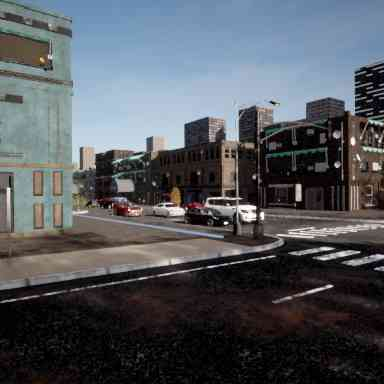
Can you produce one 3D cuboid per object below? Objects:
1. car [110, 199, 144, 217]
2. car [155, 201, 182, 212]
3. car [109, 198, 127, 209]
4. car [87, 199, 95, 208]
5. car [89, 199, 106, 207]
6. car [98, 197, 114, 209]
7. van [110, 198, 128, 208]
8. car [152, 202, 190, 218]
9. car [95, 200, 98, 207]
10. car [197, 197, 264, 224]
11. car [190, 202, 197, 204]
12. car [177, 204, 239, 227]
[{"bbox_3d":[-6.889,1.846,36.257,1.967,1.590,4.097,-1,0,-36],"label":"car"},{"bbox_3d":[-3.288,1.966,45.635,1.802,1.307,4.206,-2,0,-36],"label":"car"},{"bbox_3d":[-8.581,1.931,43.118,1.882,1.535,5.008,-1,0,-35],"label":"car"},{"bbox_3d":[-19.196,2.159,63.450,2.128,1.511,4.902,-1,0,-36],"label":"car"},{"bbox_3d":[-19.384,2.227,68.149,1.887,1.381,4.507,-1,0,-36],"label":"car"},{"bbox_3d":[-13.421,2.066,55.370,1.837,1.490,4.892,-1,0,-36],"label":"car"},{"bbox_3d":[-12.951,1.907,59.143,1.690,1.788,3.998,-1,0,-36],"label":"van"},{"bbox_3d":[-2.537,1.862,34.646,1.812,1.442,4.674,-1,0,-35],"label":"car"},{"bbox_3d":[-16.171,1.939,63.646,2.192,1.841,5.009,-1,0,-36],"label":"car"},{"bbox_3d":[3.165,1.445,26.662,2.150,2.045,5.566,-1,0,-35],"label":"car"},{"bbox_3d":[-0.070,1.903,41.133,1.802,1.307,4.206,-2,0,-36],"label":"car"},{"bbox_3d":[1.085,1.814,24.898,1.947,1.339,4.313,-2,0,-36],"label":"car"}]
